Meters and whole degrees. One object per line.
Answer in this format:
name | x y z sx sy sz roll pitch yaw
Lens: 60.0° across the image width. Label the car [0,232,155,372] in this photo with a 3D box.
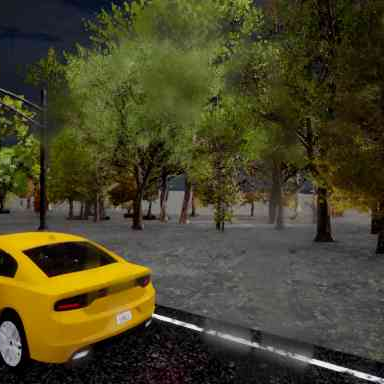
car | -2.900 1.444 5.749 5.008 1.535 1.882 1 0 35
